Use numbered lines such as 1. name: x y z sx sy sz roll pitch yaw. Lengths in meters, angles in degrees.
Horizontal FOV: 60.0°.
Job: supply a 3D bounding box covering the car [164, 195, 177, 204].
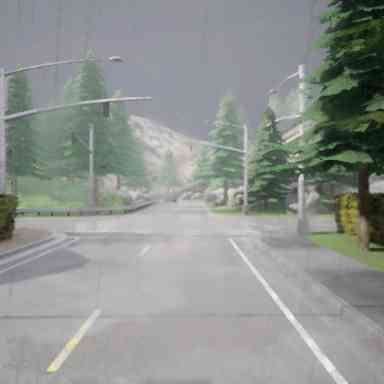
1. car: -3.545 1.278 56.310 1.994 1.385 4.181 0 0 0
